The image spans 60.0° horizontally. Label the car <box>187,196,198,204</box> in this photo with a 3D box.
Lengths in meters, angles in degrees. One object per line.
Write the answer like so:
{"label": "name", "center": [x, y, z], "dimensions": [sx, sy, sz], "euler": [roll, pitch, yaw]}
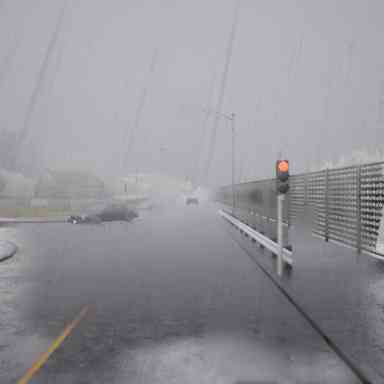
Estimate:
{"label": "car", "center": [0.087, 1.466, 63.393], "dimensions": [1.882, 1.535, 5.008], "euler": [0, 0, 0]}

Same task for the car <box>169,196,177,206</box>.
{"label": "car", "center": [-4.100, 1.481, 55.780], "dimensions": [2.128, 1.511, 4.902], "euler": [0, 0, 0]}

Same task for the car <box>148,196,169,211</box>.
{"label": "car", "center": [-4.103, 1.518, 39.861], "dimensions": [1.812, 1.442, 4.674], "euler": [0, 0, 0]}

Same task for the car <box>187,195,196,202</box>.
{"label": "car", "center": [-0.022, 1.525, 77.431], "dimensions": [2.033, 1.411, 5.357], "euler": [0, 0, 0]}

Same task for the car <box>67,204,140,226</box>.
{"label": "car", "center": [-6.081, 1.543, 23.694], "dimensions": [2.033, 1.411, 5.357], "euler": [0, 0, 34]}
